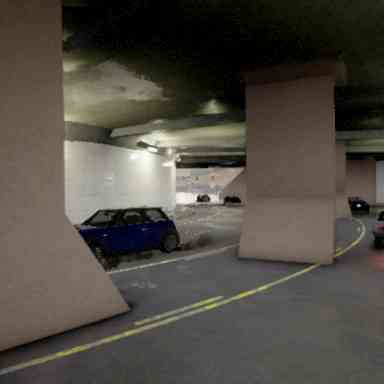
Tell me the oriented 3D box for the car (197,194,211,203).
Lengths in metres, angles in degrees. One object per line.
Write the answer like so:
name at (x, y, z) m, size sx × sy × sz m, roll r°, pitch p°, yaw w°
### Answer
car at (1.964, 1.051, 56.818) m, size 2.128 × 1.511 × 4.902 m, roll -1°, pitch 0°, yaw -8°

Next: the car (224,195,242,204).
car at (6.198, 1.104, 51.212) m, size 1.994 × 1.385 × 4.181 m, roll -1°, pitch 0°, yaw -8°

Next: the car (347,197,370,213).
car at (14.624, 1.133, 30.580) m, size 1.994 × 1.385 × 4.181 m, roll -1°, pitch 0°, yaw 8°

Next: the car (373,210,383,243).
car at (8.846, 1.374, 14.012) m, size 1.895 × 1.301 × 4.718 m, roll -1°, pitch 1°, yaw 33°

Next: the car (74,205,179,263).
car at (-2.633, 1.309, 11.349) m, size 4.553 × 1.767 × 2.097 m, roll -1°, pitch 0°, yaw -45°
